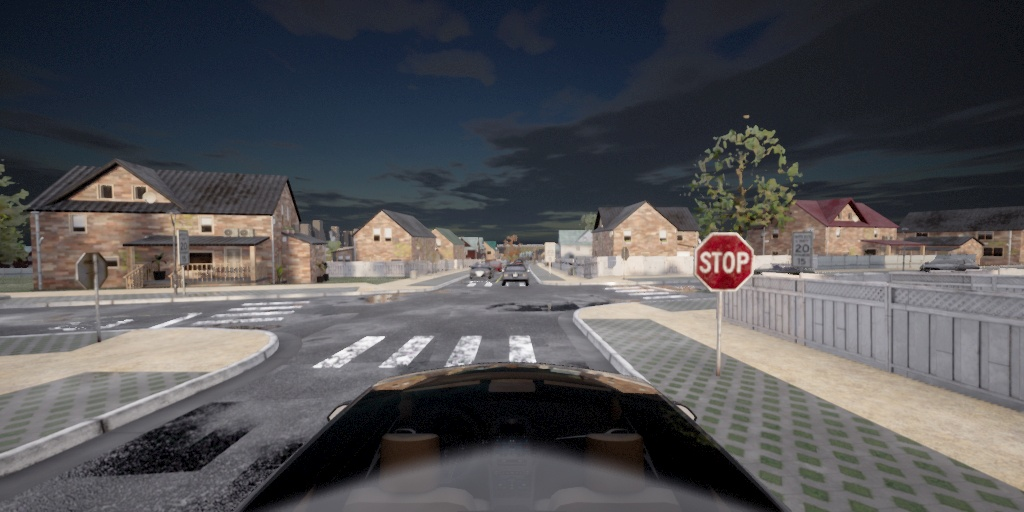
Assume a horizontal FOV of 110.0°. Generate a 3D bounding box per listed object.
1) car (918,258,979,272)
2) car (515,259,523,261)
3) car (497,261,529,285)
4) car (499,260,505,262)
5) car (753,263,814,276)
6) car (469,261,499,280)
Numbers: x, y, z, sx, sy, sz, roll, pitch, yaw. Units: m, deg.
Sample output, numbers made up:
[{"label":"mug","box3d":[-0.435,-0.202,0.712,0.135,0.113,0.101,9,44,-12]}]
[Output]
[{"label":"car","box3d":[35.621,0.915,29.204,4.892,1.490,1.837,0,2,-17]},{"label":"car","box3d":[1.134,1.466,63.308,1.837,1.490,4.892,0,0,2]},{"label":"car","box3d":[0.260,1.321,25.975,2.033,1.411,5.357,0,0,1]},{"label":"car","box3d":[-2.268,1.324,46.093,1.882,1.535,5.008,0,0,2]},{"label":"car","box3d":[17.239,1.148,23.527,4.718,1.301,1.895,0,2,-17]},{"label":"car","box3d":[-2.597,1.278,31.473,2.128,1.511,4.902,0,0,1]}]
